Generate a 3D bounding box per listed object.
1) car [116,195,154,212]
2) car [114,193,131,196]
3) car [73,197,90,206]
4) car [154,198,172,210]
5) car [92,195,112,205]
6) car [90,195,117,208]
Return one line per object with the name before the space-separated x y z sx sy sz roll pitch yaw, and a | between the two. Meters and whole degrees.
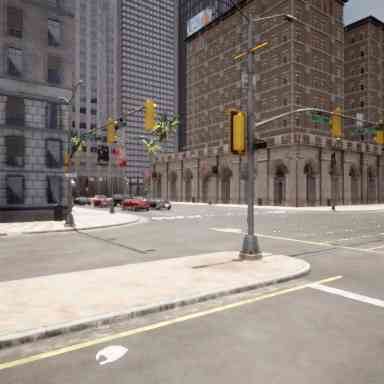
car | -6.829 1.478 39.627 1.882 1.535 5.008 0 0 -36
car | -10.166 1.221 50.319 2.150 2.045 5.566 0 0 -35
car | -18.682 1.547 56.367 2.033 1.411 5.357 0 0 -35
car | -4.431 1.491 42.287 2.128 1.511 4.902 0 0 -36
car | -15.848 1.352 58.452 2.097 1.767 4.553 0 0 -35
car | -12.638 1.564 47.748 1.994 1.385 4.181 0 0 -35
